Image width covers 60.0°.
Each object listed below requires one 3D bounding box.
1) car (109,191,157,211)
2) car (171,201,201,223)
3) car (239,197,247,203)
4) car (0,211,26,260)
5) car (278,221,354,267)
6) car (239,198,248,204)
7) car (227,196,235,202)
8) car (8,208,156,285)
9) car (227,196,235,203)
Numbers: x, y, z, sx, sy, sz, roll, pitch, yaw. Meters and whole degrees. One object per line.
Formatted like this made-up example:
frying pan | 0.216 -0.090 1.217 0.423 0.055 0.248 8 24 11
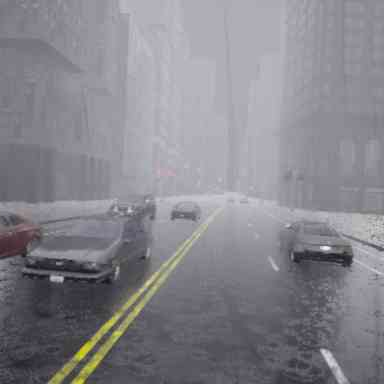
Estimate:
car | -4.009 1.022 23.444 2.150 2.045 5.566 3 1 7
car | -0.386 1.476 26.350 1.882 1.535 5.008 3 0 7
car | 14.162 2.246 92.610 1.895 1.301 4.718 3 0 7
car | -5.802 1.231 8.827 1.812 1.442 4.674 3 0 7
car | 4.578 1.806 12.778 1.994 1.385 4.181 3 0 7
car | 12.959 2.300 82.644 1.895 1.301 4.718 3 0 7
car | 10.939 2.011 92.968 2.128 1.511 4.902 3 0 7
car | -2.451 1.426 9.503 2.033 1.411 5.357 3 0 7
car | 9.740 2.136 83.065 1.895 1.301 4.718 3 0 7
